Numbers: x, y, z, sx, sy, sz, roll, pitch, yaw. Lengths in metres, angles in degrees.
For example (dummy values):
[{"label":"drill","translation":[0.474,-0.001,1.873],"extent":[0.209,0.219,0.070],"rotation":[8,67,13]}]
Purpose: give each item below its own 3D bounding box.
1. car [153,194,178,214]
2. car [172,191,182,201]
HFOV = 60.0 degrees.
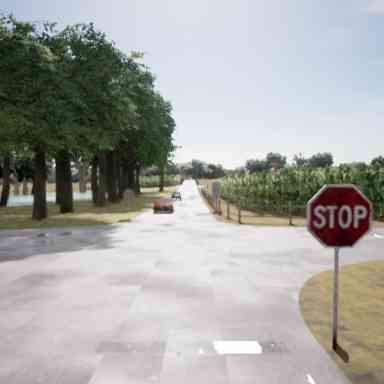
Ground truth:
[{"label":"car","translation":[-2.745,1.267,33.339],"extent":[1.882,1.535,5.008],"rotation":[0,1,0]},{"label":"car","translation":[-2.739,0.648,58.602],"extent":[1.837,1.490,4.892],"rotation":[0,2,0]}]
